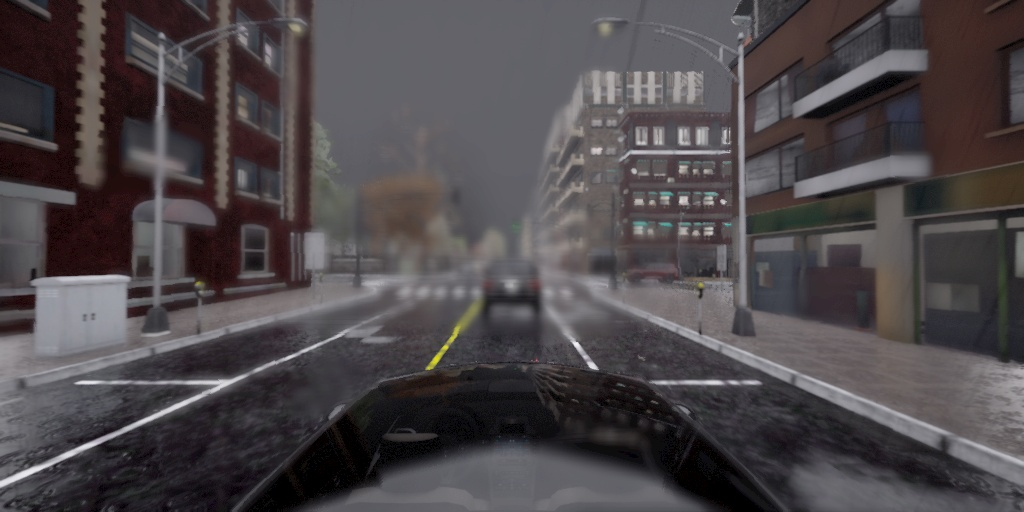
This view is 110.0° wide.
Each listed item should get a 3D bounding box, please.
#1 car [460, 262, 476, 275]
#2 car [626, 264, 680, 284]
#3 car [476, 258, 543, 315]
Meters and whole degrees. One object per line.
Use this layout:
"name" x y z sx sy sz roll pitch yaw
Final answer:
"car" -5.686 1.802 46.768 1.948 1.339 4.313 0 0 0
"car" 13.452 1.695 34.424 5.009 1.841 2.192 0 0 -1
"car" 0.014 1.107 14.450 2.150 2.045 5.566 0 0 0
